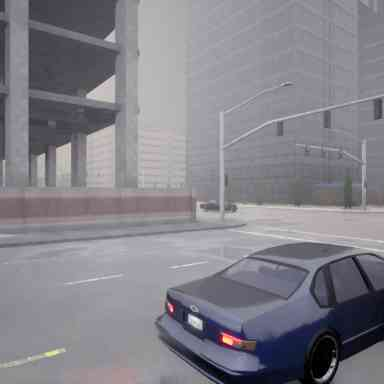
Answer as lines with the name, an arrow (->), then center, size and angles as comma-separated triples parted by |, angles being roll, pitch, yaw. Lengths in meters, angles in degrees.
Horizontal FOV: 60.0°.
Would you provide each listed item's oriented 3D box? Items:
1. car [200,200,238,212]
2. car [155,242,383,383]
car -> 2.994, 1.601, 37.401 | 1.895, 1.301, 4.718 | 0, 0, -36
car -> 2.091, 1.547, 5.281 | 5.357, 1.411, 2.033 | 0, 0, -35
